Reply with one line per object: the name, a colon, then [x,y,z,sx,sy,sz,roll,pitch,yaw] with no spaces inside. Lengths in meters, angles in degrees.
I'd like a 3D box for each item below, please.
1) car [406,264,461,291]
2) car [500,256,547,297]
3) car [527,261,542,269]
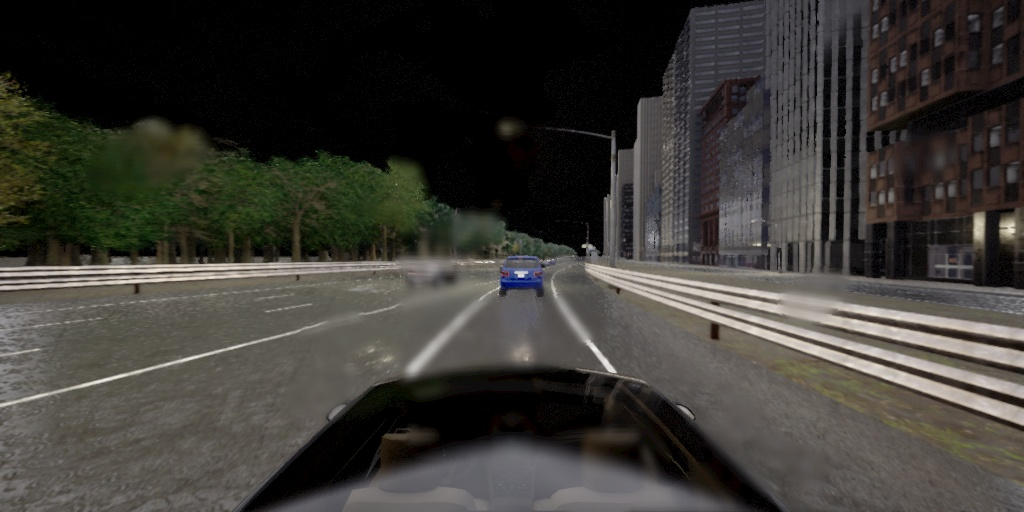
car: [-4.654,1.251,22.060,2.128,1.511,4.902,1,0,12]
car: [0.654,1.022,19.591,2.150,2.045,5.566,0,0,5]
car: [3.974,1.580,62.830,1.994,1.385,4.181,1,0,12]
